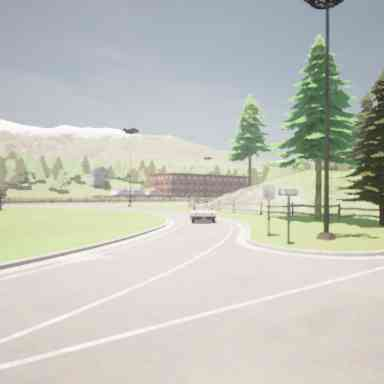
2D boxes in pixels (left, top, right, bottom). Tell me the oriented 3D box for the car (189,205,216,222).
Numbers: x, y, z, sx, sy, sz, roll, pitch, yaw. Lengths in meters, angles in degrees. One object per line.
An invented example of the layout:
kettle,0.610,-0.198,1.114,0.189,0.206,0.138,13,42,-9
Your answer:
car,0.804,1.726,27.596,1.895,1.301,4.718,0,0,-3
